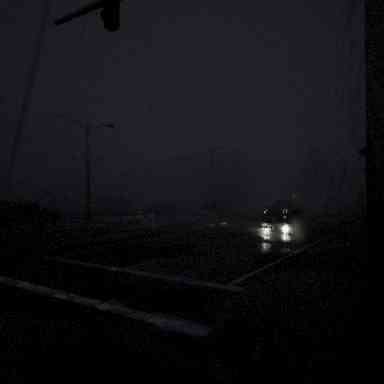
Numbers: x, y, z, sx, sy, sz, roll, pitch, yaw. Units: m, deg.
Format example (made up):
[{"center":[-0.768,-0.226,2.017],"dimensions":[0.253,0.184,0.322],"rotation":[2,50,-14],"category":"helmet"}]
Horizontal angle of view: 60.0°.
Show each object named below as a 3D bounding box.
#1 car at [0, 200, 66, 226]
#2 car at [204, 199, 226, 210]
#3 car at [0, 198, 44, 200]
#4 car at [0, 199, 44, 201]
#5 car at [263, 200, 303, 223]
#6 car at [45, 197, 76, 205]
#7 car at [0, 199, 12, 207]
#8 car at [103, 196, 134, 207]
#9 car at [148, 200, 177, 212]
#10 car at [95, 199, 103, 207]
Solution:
[{"center":[-11.892,1.617,23.979],"dimensions":[2.007,1.523,4.514],"rotation":[-1,0,35],"category":"car"},{"center":[3.051,1.651,45.298],"dimensions":[1.845,1.501,3.633],"rotation":[-1,0,35],"category":"car"},{"center":[-19.780,1.775,38.822],"dimensions":[1.845,1.501,3.633],"rotation":[-1,0,35],"category":"car"},{"center":[-14.490,1.645,25.738],"dimensions":[2.152,1.636,5.027],"rotation":[-1,0,35],"category":"car"},{"center":[7.433,1.463,27.029],"dimensions":[2.097,1.767,4.553],"rotation":[-1,-1,34],"category":"car"},{"center":[-25.174,1.838,64.761],"dimensions":[2.152,1.636,5.027],"rotation":[-1,0,35],"category":"car"},{"center":[-37.658,2.102,64.512],"dimensions":[2.007,1.523,4.514],"rotation":[-1,0,35],"category":"car"},{"center":[-12.086,1.595,56.083],"dimensions":[1.932,1.855,4.605],"rotation":[-1,0,35],"category":"car"},{"center":[-3.650,1.697,40.934],"dimensions":[1.970,1.475,3.806],"rotation":[-1,0,35],"category":"car"},{"center":[-14.701,1.609,57.414],"dimensions":[1.905,1.878,3.866],"rotation":[-1,0,35],"category":"car"}]
